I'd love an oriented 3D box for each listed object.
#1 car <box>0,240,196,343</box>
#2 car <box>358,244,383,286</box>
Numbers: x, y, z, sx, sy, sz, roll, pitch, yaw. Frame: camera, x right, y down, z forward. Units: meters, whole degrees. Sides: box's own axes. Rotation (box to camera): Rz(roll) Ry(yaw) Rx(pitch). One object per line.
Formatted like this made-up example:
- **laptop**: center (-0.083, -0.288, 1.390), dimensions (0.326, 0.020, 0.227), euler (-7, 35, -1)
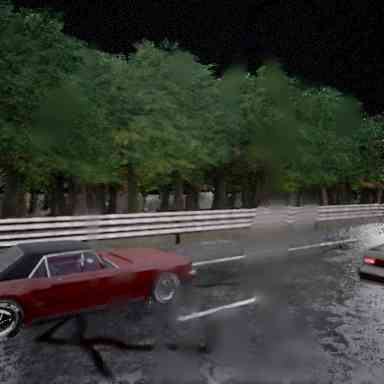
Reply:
- **car**: center (-2.260, 1.603, 6.442), dimensions (4.718, 1.301, 1.895), euler (0, 0, -36)
- **car**: center (6.222, 1.557, 8.181), dimensions (5.357, 1.411, 2.033), euler (0, 0, -35)
